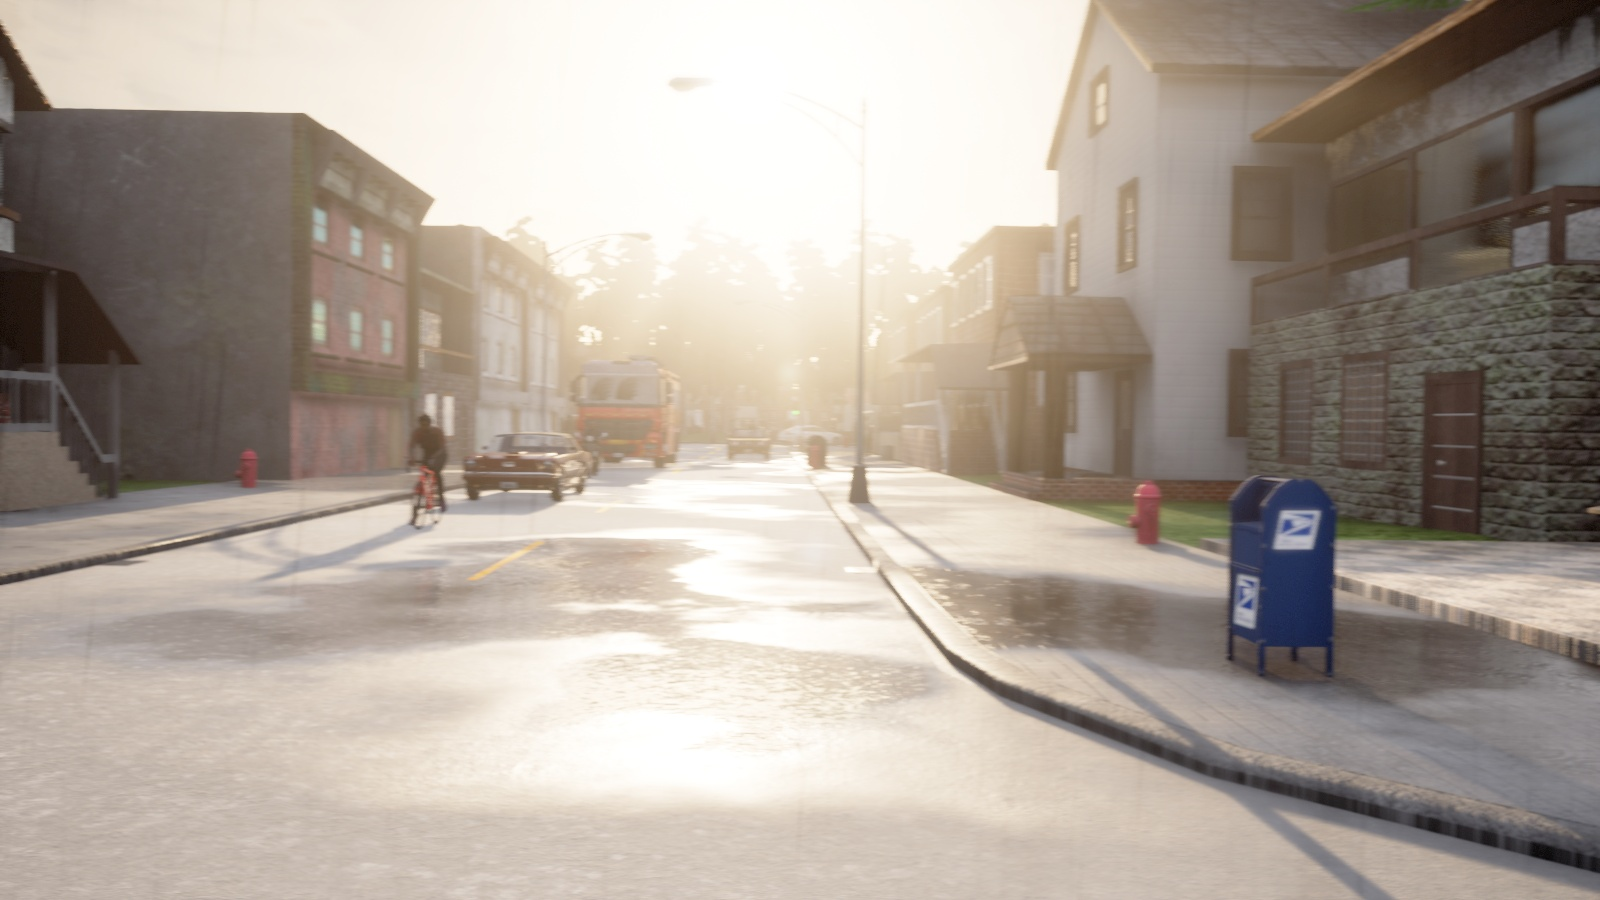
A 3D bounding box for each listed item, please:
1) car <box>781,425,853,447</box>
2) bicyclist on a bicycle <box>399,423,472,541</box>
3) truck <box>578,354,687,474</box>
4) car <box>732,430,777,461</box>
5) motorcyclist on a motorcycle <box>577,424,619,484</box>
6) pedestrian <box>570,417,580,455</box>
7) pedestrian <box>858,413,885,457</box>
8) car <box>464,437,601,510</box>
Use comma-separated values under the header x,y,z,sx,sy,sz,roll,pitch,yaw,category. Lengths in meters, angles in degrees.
x,y,z,sx,sy,sz,roll,pitch,yaw,category
1.162,-0.977,86.387,4.674,1.442,1.812,-1,1,-30,car
-5.210,0.421,18.042,0.582,1.620,1.656,-1,1,-2,bicyclist on a bicycle
-5.772,-1.243,44.686,2.891,3.827,8.468,-1,1,-1,truck
-2.000,-0.245,55.960,1.895,1.301,4.718,-1,1,-1,car
-5.548,0.082,34.610,0.866,1.590,1.817,-1,1,-1,motorcyclist on a motorcycle
-11.041,-0.673,61.661,0.353,1.847,0.614,0,1,3,pedestrian
3.047,-0.629,53.499,0.874,1.855,0.900,0,1,21,pedestrian
-5.359,0.410,25.775,1.895,1.301,4.718,-1,1,-1,car
